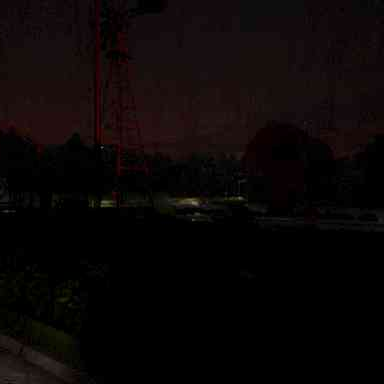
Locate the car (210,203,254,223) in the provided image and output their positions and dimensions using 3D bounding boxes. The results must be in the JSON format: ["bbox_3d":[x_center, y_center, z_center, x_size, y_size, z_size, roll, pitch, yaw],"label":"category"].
[{"bbox_3d":[3.019,1.552,24.608,1.784,1.438,3.905,0,0,35],"label":"car"}]

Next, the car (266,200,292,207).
[{"bbox_3d":[9.443,1.542,35.818,1.816,1.474,4.193,0,0,35],"label":"car"}]

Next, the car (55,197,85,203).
[{"bbox_3d":[-16.648,1.456,46.315,2.097,1.767,4.553,0,0,38],"label":"car"}]
